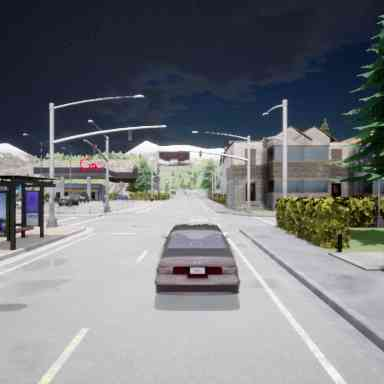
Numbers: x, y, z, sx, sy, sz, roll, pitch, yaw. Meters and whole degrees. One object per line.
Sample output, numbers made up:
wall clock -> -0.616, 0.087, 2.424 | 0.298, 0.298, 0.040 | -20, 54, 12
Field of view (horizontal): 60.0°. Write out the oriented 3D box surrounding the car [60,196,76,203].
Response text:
car -> -25.910, 1.552, 69.504 | 1.970, 1.475, 3.806 | 0, 0, 0

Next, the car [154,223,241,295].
car -> 0.106, 1.548, 8.873 | 2.033, 1.411, 5.357 | 0, 0, 0

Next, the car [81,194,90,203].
car -> -22.584, 1.268, 68.900 | 1.905, 1.878, 3.866 | 0, 0, 0

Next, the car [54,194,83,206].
car -> -18.891, 1.489, 51.029 | 2.007, 1.523, 4.514 | 0, 0, 0

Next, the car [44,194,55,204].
car -> -25.854, 1.289, 61.025 | 1.932, 1.855, 4.605 | 0, 0, 0
